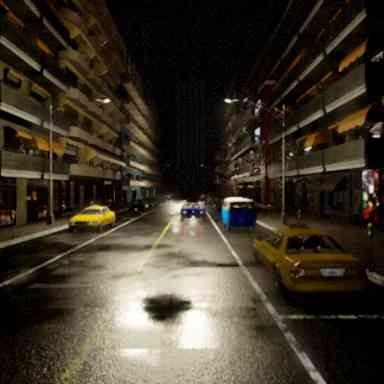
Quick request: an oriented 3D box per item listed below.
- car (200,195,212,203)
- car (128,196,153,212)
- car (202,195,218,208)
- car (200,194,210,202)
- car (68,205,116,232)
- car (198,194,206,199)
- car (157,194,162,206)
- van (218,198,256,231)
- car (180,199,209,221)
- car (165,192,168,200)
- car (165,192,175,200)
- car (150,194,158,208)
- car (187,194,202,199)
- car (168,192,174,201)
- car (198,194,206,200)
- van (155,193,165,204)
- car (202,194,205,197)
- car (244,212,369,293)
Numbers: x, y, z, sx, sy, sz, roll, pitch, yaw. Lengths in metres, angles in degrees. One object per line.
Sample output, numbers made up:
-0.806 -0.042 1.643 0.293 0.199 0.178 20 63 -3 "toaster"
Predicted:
2.666 1.284 63.717 2.008 1.369 4.403 -1 0 0 "car"
-5.707 1.410 36.111 1.947 1.339 4.313 0 0 0 "car"
2.671 1.373 41.623 2.008 1.369 4.403 -1 0 0 "car"
2.664 1.236 69.411 1.752 1.417 4.829 -1 0 0 "car"
-5.704 1.440 19.371 1.752 1.417 4.829 0 0 0 "car"
2.659 1.179 91.334 2.008 1.369 4.403 -1 0 0 "car"
-5.711 1.343 47.158 1.887 1.381 4.507 0 0 0 "car"
2.675 1.256 19.530 1.690 1.788 3.998 -1 0 0 "van"
0.092 1.487 26.071 1.895 1.301 4.718 0 0 0 "car"
-5.715 1.194 58.205 1.967 1.590 4.097 -1 0 0 "car"
-5.723 0.963 85.821 2.192 1.841 5.009 -1 0 0 "car"
-5.709 1.366 41.635 1.887 1.381 4.507 0 0 0 "car"
0.088 1.334 44.724 1.812 1.442 4.674 0 0 0 "car"
-5.718 1.256 74.776 1.947 1.339 4.313 -1 0 0 "car"
2.660 1.194 85.810 1.887 1.381 4.507 -1 0 0 "car"
-5.714 1.117 52.681 1.690 1.788 3.998 0 0 0 "van"
2.670 1.350 47.147 2.008 1.369 4.403 -1 0 0 "car"
2.680 1.487 8.653 1.752 1.417 4.829 0 0 0 "car"
